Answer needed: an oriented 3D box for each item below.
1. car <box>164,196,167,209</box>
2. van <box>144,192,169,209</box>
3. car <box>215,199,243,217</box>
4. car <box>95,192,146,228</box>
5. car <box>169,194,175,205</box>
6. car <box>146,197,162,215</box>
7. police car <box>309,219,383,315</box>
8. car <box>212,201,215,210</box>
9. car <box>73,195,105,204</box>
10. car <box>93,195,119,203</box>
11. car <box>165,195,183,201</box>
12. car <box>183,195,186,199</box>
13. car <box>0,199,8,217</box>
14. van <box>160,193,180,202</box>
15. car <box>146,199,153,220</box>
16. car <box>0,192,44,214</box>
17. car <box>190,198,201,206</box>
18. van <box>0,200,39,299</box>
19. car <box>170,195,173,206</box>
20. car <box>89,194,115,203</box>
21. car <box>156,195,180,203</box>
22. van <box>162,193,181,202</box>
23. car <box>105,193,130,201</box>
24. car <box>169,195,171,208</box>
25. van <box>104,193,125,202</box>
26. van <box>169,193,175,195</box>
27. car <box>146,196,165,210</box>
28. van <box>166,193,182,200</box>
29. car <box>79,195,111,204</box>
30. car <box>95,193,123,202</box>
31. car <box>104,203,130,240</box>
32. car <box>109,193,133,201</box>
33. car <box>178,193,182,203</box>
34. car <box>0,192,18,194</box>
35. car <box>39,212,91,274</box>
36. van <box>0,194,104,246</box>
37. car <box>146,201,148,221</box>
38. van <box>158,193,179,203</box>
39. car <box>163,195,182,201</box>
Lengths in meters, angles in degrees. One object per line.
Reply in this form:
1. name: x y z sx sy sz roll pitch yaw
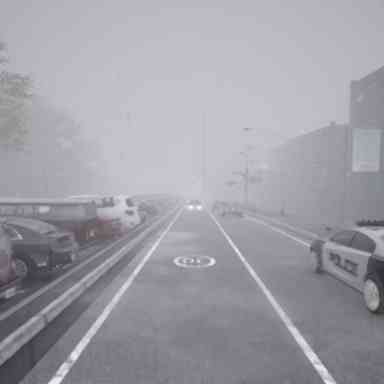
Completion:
1. car: -5.353 1.458 33.973 4.792 1.488 2.163 0 0 0
2. van: -5.182 1.211 36.775 4.442 1.987 1.878 0 0 0
3. car: 3.591 1.569 31.317 2.033 1.411 5.357 0 0 1
4. car: -5.488 1.160 17.157 5.566 2.045 2.435 0 0 0
5. car: -5.227 1.457 45.185 5.008 1.535 2.097 0 0 0
6. car: -5.364 1.415 28.369 5.008 1.535 2.097 0 0 0
7. police car: 4.284 1.452 7.733 1.930 1.638 5.238 0 0 1
8. car: 3.674 1.614 43.980 1.994 1.385 4.181 0 0 1
9. car: -18.205 1.394 58.937 4.892 1.521 2.231 0 0 0
10. car: -18.080 1.452 70.040 4.792 1.488 2.163 0 0 0
11. car: -4.894 1.579 90.044 4.792 1.488 2.163 0 0 0
12. car: -4.927 1.294 78.825 5.566 2.045 2.435 0 0 0
13. car: -18.449 1.356 28.145 4.674 1.452 2.002 0 0 0
14. van: -5.095 1.311 76.022 4.442 1.987 1.878 0 0 0
15. car: -5.386 1.440 22.761 4.792 1.488 2.163 0 0 0
16. car: -18.375 1.077 33.715 5.566 2.045 2.435 0 0 0
17. car: 0.529 1.657 57.154 1.895 1.301 4.718 0 0 1
18. van: -5.438 1.194 5.942 4.442 1.987 1.878 0 0 0
19. car: -5.226 1.480 42.382 4.792 1.488 2.163 0 0 0
20. car: -18.161 1.289 67.264 4.553 1.767 2.185 0 0 0
21. car: -5.019 1.524 70.413 4.892 1.521 2.231 0 0 0
22. van: -5.049 1.325 81.626 4.442 1.987 1.878 0 0 0
23. car: -18.044 1.199 81.143 5.566 2.045 2.435 0 0 0
24. car: -5.249 1.473 39.579 4.792 1.488 2.163 0 0 0
25. van: -18.155 1.217 78.368 4.442 1.987 1.878 0 0 0
26. van: -5.091 1.240 47.988 4.442 1.987 1.878 0 0 0
27. car: -5.532 1.417 31.171 5.366 1.575 1.946 0 0 0
28. van: -4.957 1.313 92.847 4.442 1.987 1.878 0 0 0
29. car: -17.991 1.399 61.712 5.366 1.575 1.946 0 0 0
30. car: -18.112 1.178 72.817 5.566 2.045 2.435 0 0 0
31. car: -5.479 1.413 14.353 5.008 1.535 2.097 0 0 0
32. car: -17.964 1.202 83.919 5.566 2.045 2.435 0 0 0
33. car: -5.087 1.243 59.201 5.566 2.045 2.435 0 0 0
34. car: -18.396 1.070 31.053 5.566 2.045 2.435 0 0 0
35. car: -5.526 1.418 8.747 4.892 1.521 2.231 0 0 0
36. van: -5.622 1.188 11.551 4.442 1.987 1.878 0 0 0
37. car: -5.434 1.411 19.964 4.892 1.521 2.231 0 0 1
38. van: -5.117 1.303 73.219 4.442 1.987 1.878 0 0 0
39. car: -4.917 1.553 84.433 4.892 1.521 2.231 0 0 0
